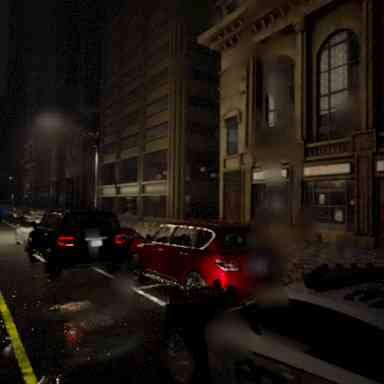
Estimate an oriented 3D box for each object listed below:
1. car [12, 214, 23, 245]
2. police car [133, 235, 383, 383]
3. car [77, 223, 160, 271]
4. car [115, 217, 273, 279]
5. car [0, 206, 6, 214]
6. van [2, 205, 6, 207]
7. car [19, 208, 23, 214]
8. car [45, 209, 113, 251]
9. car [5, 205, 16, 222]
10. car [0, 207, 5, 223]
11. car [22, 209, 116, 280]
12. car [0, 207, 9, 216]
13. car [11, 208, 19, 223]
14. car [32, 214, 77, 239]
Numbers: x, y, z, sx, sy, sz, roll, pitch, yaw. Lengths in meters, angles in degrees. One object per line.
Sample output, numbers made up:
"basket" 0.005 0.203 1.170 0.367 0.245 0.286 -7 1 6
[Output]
"car" -7.530 2.033 16.526 1.812 1.442 4.674 2 -3 -34
"police car" 1.432 1.578 3.412 1.930 1.638 5.238 2 -2 -34
"car" -3.100 2.032 13.334 1.802 1.307 4.206 2 -2 -34
"car" 0.062 1.640 8.718 2.192 1.841 5.009 2 -2 -34
"car" -34.689 3.256 59.579 1.887 1.381 4.507 2 -2 -34
"van" -25.209 2.674 45.712 1.690 1.788 3.998 2 -2 -34
"car" -12.575 2.267 27.211 1.967 1.590 4.097 2 -2 -34
"car" -6.256 1.891 17.967 2.192 1.841 5.009 2 -2 -34
"car" -18.893 2.520 36.460 1.967 1.590 4.097 2 -2 -34
"car" -21.663 2.581 35.703 1.994 1.385 4.181 2 -2 -34
"car" -4.197 1.594 11.582 2.150 2.045 5.566 2 -3 -34
"car" -31.530 3.130 54.954 1.887 1.381 4.507 2 -2 -34
"car" -15.735 2.519 31.831 1.947 1.339 4.313 2 -2 -34
"car" -9.417 2.267 22.583 1.947 1.339 4.313 2 -2 -34
